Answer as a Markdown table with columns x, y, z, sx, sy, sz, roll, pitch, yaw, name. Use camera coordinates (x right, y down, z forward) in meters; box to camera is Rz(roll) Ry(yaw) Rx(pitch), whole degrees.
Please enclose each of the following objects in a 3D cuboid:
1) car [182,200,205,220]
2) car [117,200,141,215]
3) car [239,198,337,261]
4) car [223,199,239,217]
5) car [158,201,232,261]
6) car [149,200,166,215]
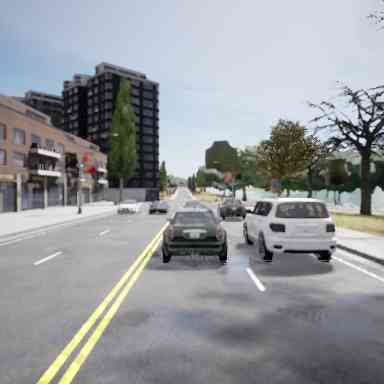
| x | y | z | sx | sy | sz | roll | pitch | yaw | name |
| --- | --- | --- | --- | --- | --- | --- | --- | --- | --- |
| 0.097 | 1.528 | 28.906 | 1.837 | 1.490 | 4.892 | 0 | 0 | 0 | car |
| -6.595 | 1.565 | 35.173 | 1.812 | 1.442 | 4.674 | 0 | 0 | 0 | car |
| 3.337 | 1.217 | 12.340 | 2.150 | 2.045 | 5.566 | 0 | 0 | 0 | car |
| 3.346 | 1.374 | 28.516 | 2.097 | 1.767 | 4.553 | 0 | 0 | 0 | car |
| 0.092 | 1.347 | 12.310 | 2.097 | 1.767 | 4.553 | 0 | 0 | 0 | car |
| -3.344 | 1.586 | 34.854 | 2.033 | 1.411 | 5.357 | 0 | 0 | 0 | car |
